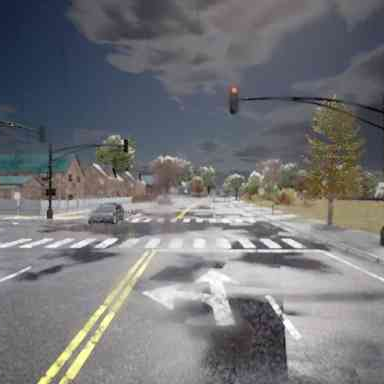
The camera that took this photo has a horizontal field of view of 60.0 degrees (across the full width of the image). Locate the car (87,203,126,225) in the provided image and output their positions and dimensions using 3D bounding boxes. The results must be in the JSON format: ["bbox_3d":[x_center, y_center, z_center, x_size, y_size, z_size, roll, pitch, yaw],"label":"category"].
[{"bbox_3d":[-6.181,1.609,24.570,1.837,1.490,4.892,0,1,1],"label":"car"}]

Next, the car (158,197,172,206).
[{"bbox_3d":[-4.696,1.653,58.261,2.033,1.411,5.357,0,0,3],"label":"car"}]
